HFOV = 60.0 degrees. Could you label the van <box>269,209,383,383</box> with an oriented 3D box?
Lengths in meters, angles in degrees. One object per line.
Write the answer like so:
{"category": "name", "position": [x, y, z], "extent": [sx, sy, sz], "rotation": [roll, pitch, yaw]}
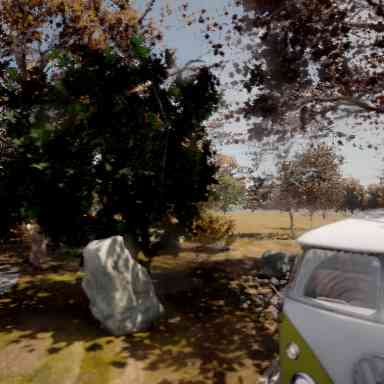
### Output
{"category": "van", "position": [2.428, 1.255, 3.875], "extent": [1.878, 1.987, 4.442], "rotation": [0, 0, 35]}
